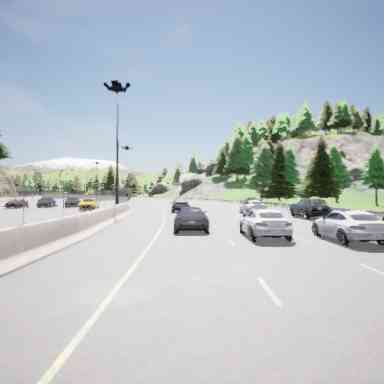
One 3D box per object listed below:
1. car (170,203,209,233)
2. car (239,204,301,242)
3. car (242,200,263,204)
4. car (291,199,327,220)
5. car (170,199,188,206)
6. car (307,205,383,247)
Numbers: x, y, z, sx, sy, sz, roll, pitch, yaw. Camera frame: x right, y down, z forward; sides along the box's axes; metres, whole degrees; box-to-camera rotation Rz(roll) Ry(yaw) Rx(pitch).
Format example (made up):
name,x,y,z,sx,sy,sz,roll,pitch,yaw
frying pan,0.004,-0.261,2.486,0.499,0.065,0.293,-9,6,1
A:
name,x,y,z,sx,sy,sz,roll,pitch,yaw
car,-0.071,1.565,19.548,1.994,1.385,4.181,0,0,-2
car,3.519,1.526,16.314,1.812,1.442,4.674,0,0,-1
car,6.060,1.527,33.113,1.812,1.442,4.674,0,0,-5
car,9.955,1.353,28.405,2.097,1.767,4.553,0,0,-4
car,-1.378,1.493,36.880,2.128,1.511,4.902,0,0,-7
car,7.050,1.526,15.028,1.812,1.442,4.674,0,0,-1
